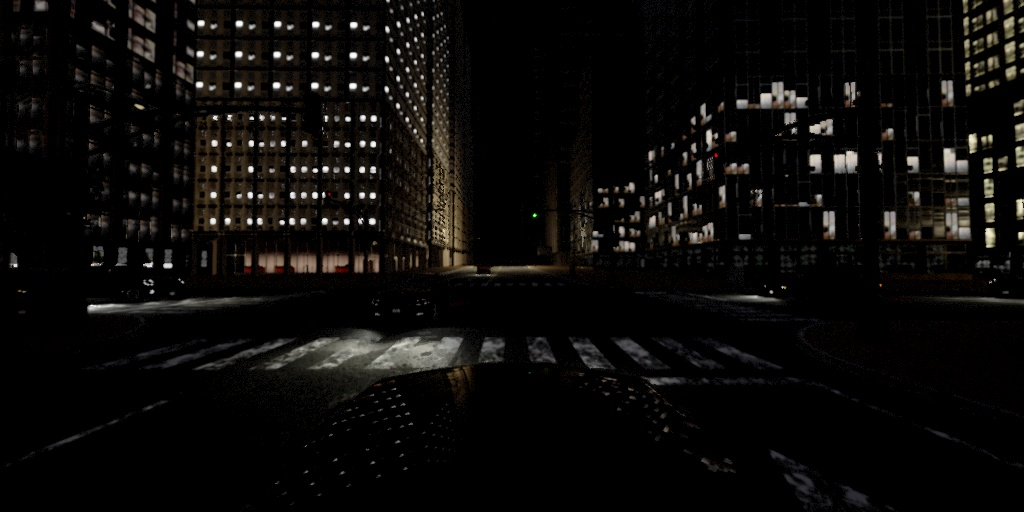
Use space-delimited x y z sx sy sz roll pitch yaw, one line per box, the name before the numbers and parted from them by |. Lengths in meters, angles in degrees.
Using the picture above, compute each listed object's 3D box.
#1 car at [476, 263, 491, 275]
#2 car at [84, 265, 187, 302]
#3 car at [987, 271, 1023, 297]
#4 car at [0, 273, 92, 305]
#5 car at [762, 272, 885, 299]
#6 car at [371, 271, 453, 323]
car | -4.011 1.802 51.030 1.882 1.535 5.008 0 -1 -1
car | -18.763 1.249 17.542 4.553 1.767 2.097 0 -2 2
car | 28.585 1.379 19.091 4.553 1.767 2.097 0 -2 2
car | -20.122 1.373 14.326 4.181 1.385 1.994 0 -2 2
car | 16.738 1.564 19.414 5.357 1.411 2.033 0 -2 2
car | -3.307 1.322 12.664 1.882 1.535 5.008 0 -1 -1
